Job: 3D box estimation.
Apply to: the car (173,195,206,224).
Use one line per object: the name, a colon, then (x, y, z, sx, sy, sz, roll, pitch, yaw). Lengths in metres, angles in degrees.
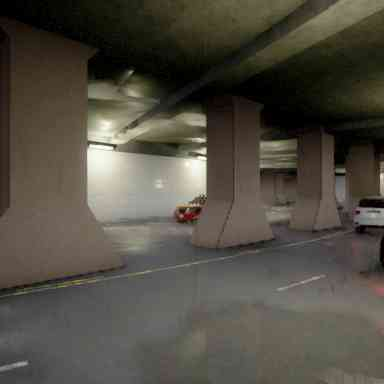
car: (1.189, 1.220, 23.841, 2.150, 2.045, 5.566, 0, 0, 43)

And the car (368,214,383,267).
car: (7.400, 1.504, 10.281, 4.892, 1.490, 1.837, 0, 0, -43)

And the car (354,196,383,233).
car: (10.910, 1.224, 18.690, 2.150, 2.045, 5.566, 0, 0, 42)

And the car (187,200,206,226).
car: (2.279, 1.477, 20.036, 1.882, 1.535, 5.008, 0, 0, 45)
